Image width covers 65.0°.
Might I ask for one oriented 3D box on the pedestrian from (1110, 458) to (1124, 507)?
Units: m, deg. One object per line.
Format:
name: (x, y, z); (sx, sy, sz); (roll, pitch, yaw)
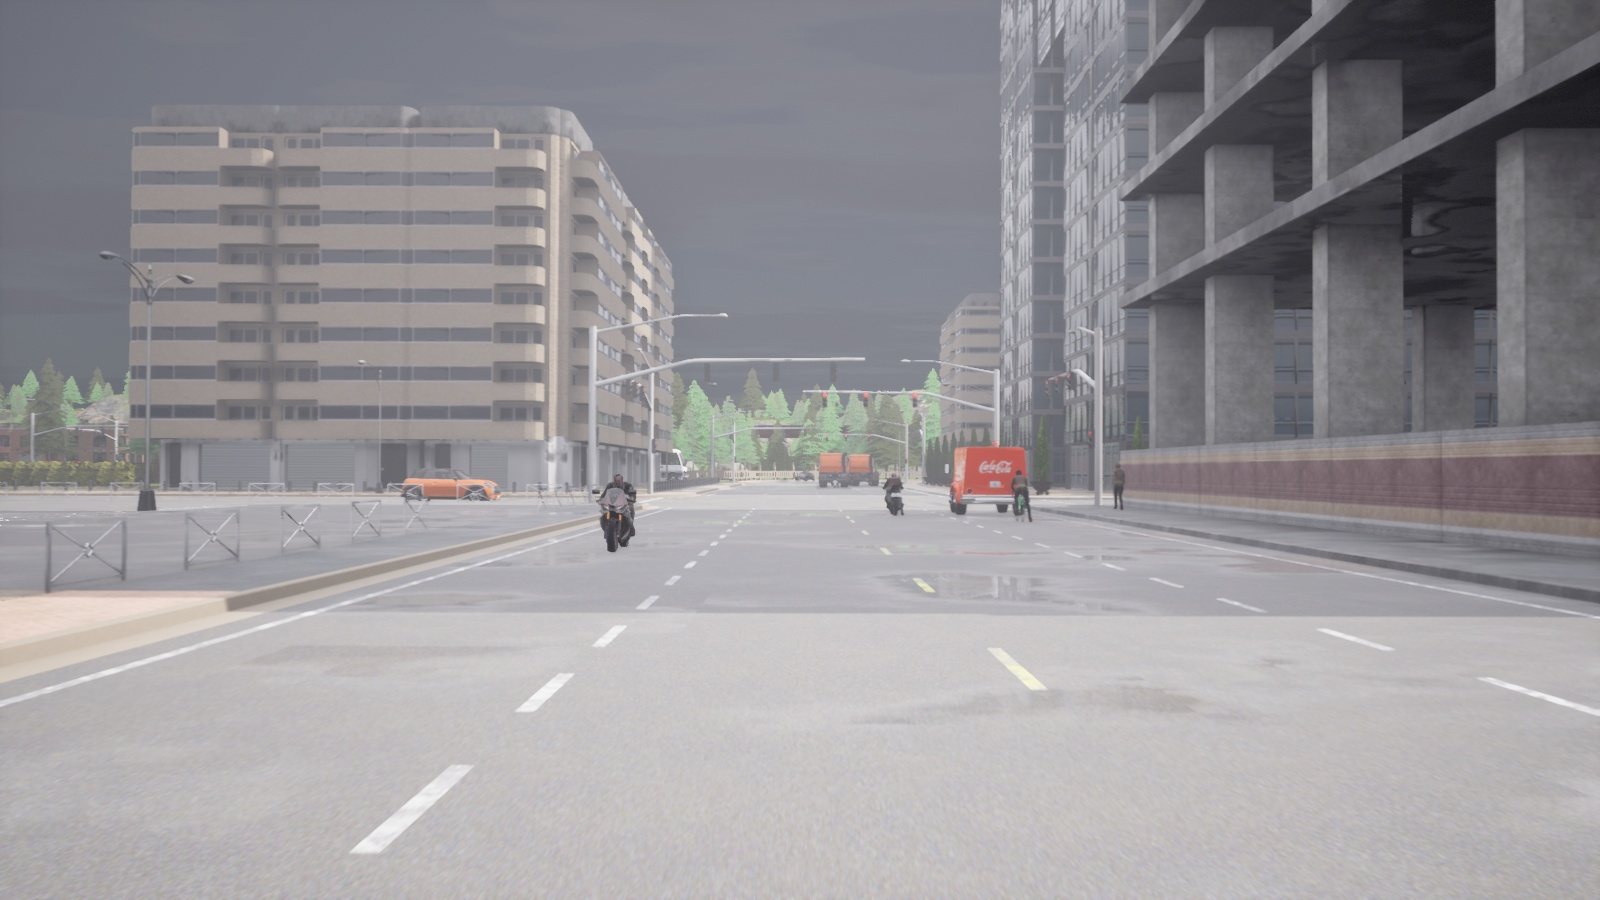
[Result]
pedestrian: (11.911, 1.216, 47.173); (0.331, 1.846, 0.634); (0, -1, -1)

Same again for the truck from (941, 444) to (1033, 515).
truck: (6.884, 1.084, 46.836); (2.627, 2.467, 5.204); (0, -1, 0)

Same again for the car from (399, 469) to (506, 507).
car: (-16.596, 1.802, 60.177); (4.553, 1.767, 2.097); (0, -1, 0)

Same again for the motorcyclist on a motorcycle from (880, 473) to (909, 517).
motorcyclist on a motorcycle: (3.389, 1.594, 45.292); (0.866, 1.530, 2.191); (0, -1, 0)

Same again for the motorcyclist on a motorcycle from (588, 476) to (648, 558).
motorcyclist on a motorcycle: (-3.561, 1.278, 24.706); (0.866, 1.530, 2.191); (0, -1, 0)
